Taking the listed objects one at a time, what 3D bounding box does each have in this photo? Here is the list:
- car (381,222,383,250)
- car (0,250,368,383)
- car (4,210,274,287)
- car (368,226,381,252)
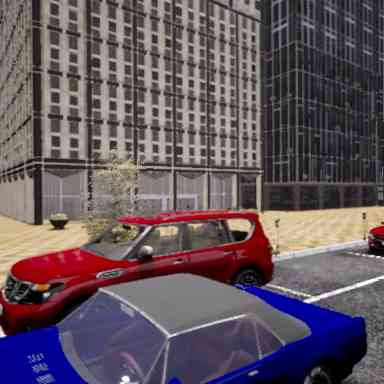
[{"bbox_3d":[7.188,1.452,8.487,4.902,1.511,2.128,0,0,-35],"label":"car"},{"bbox_3d":[-0.461,1.597,3.028,4.718,1.301,1.895,0,0,-36],"label":"car"},{"bbox_3d":[-0.623,1.305,6.123,5.009,1.841,2.192,0,0,-35],"label":"car"},{"bbox_3d":[8.381,1.494,12.539,4.507,1.381,1.887,0,0,-35],"label":"car"}]
